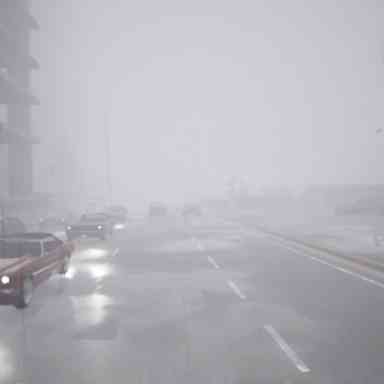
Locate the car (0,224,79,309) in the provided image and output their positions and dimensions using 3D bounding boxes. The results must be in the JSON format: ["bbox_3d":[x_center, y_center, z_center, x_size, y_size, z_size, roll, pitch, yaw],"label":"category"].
[{"bbox_3d":[-4.385,1.743,8.207,1.895,1.301,4.718,-1,0,-6],"label":"car"}]

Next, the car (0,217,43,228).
[{"bbox_3d":[-8.563,1.810,14.376,2.033,1.411,5.357,-1,0,-6],"label":"car"}]

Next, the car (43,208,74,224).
[{"bbox_3d":[-9.635,1.892,24.483,1.812,1.442,4.674,-1,-1,-6],"label":"car"}]

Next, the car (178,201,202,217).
[{"bbox_3d":[-0.148,1.833,35.877,1.812,1.442,4.674,-1,0,-6],"label":"car"}]

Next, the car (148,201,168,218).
[{"bbox_3d":[-3.611,1.837,35.328,1.882,1.535,5.008,-1,0,-6],"label":"car"}]

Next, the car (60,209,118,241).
[{"bbox_3d":[-5.464,1.847,18.342,1.895,1.301,4.718,-1,0,-6],"label":"car"}]

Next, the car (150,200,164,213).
[{"bbox_3d":[-4.854,1.983,46.665,1.837,1.490,4.892,-1,0,-6],"label":"car"}]

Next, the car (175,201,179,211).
[{"bbox_3d":[-1.397,1.950,47.288,1.812,1.442,4.674,-1,0,-6],"label":"car"}]

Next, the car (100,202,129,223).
[{"bbox_3d":[-6.583,1.901,28.947,2.033,1.411,5.357,-1,0,-6],"label":"car"}]

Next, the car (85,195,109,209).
[{"bbox_3d":[-11.156,1.358,39.529,2.150,2.045,5.566,-1,0,-6],"label":"car"}]
